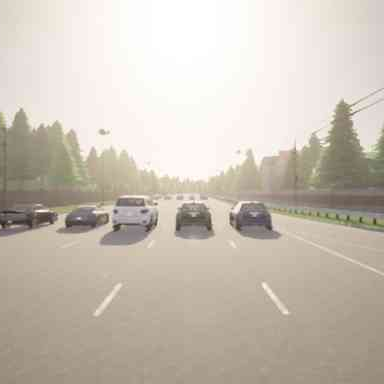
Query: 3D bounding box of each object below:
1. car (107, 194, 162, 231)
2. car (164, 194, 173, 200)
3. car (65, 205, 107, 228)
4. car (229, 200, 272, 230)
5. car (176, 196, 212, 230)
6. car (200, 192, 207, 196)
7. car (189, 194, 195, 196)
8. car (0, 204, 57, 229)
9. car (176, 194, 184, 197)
[{"bbox_3d":[-3.400,1.230,20.717,2.150,2.045,5.566,0,0,0],"label":"car"},{"bbox_3d":[-7.000,1.570,94.752,2.033,1.411,5.357,0,0,0],"label":"car"},{"bbox_3d":[-6.900,1.573,22.296,1.994,1.385,4.181,0,0,0],"label":"car"},{"bbox_3d":[3.600,1.360,21.228,2.097,1.767,4.553,0,0,0],"label":"car"},{"bbox_3d":[0.100,1.360,21.228,2.097,1.767,4.553,0,0,0],"label":"car"},{"bbox_3d":[3.500,1.529,94.752,1.837,1.490,4.892,0,0,0],"label":"car"},{"bbox_3d":[0.000,1.569,94.752,2.033,1.411,5.357,0,0,0],"label":"car"},{"bbox_3d":[-10.400,1.500,21.481,2.128,1.511,4.902,0,0,0],"label":"car"},{"bbox_3d":[-3.500,1.530,94.752,1.837,1.490,4.892,0,0,0],"label":"car"}]
